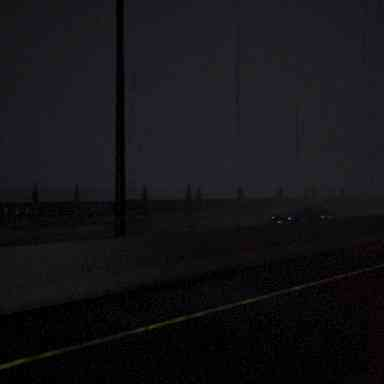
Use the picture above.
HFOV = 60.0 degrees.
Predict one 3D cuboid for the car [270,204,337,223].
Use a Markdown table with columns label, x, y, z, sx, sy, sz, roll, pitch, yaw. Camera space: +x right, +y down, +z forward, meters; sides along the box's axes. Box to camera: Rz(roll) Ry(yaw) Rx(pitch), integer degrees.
| label | x | y | z | sx | sy | sz | roll | pitch | yaw |
| --- | --- | --- | --- | --- | --- | --- | --- | --- | --- |
| car | 7.659 | 1.539 | 22.490 | 5.357 | 1.411 | 2.033 | 0 | 0 | -37 |
